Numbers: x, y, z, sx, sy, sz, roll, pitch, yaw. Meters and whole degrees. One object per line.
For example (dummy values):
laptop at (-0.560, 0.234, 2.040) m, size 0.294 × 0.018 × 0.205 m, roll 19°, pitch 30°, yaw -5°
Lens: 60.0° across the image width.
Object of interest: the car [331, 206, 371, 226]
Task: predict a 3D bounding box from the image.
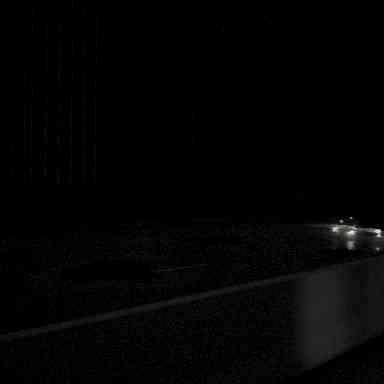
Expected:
car at (13.327, 1.836, 26.388) m, size 5.357 × 1.411 × 2.033 m, roll 1°, pitch -1°, yaw -35°

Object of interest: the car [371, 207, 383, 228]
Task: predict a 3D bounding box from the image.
car at (14.795, 1.784, 23.135) m, size 4.892 × 1.490 × 1.837 m, roll 1°, pitch 0°, yaw -35°
